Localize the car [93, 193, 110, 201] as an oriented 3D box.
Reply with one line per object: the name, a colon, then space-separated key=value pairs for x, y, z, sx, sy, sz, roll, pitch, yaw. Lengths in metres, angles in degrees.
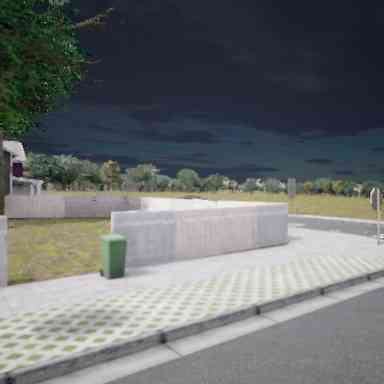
car: x=-14.559 y=0.863 z=53.986 sx=2.033 sy=1.411 sz=5.357 roll=0 pitch=1 yaw=-36

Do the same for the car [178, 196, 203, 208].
car: x=-0.464 y=1.141 z=34.499 sx=1.837 sy=1.490 sz=4.892 roll=0 pitch=1 yaw=-36
